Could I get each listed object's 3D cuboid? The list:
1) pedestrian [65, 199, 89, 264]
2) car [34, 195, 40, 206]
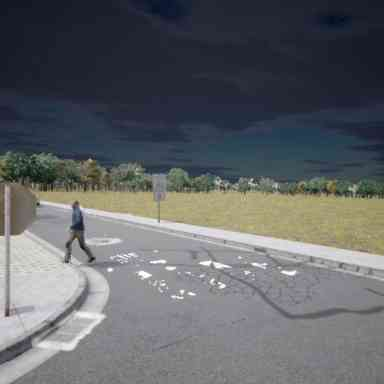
[{"bbox_3d":[-3.164,1.043,9.151,0.375,1.860,0.375,1,-1,-36],"label":"pedestrian"},{"bbox_3d":[-19.661,0.987,39.962,2.033,1.411,5.357,0,0,-36],"label":"car"}]
